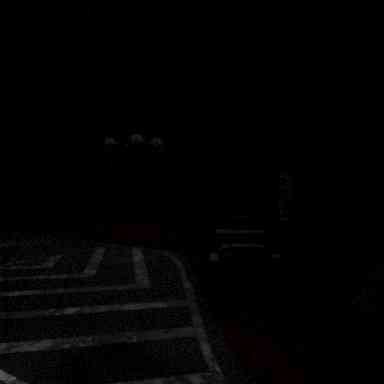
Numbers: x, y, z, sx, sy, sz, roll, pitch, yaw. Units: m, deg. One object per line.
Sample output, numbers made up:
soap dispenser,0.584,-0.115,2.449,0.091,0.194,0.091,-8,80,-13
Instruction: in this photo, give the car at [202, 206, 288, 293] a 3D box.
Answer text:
car,1.239,1.356,8.936,1.905,1.878,3.866,0,0,3
